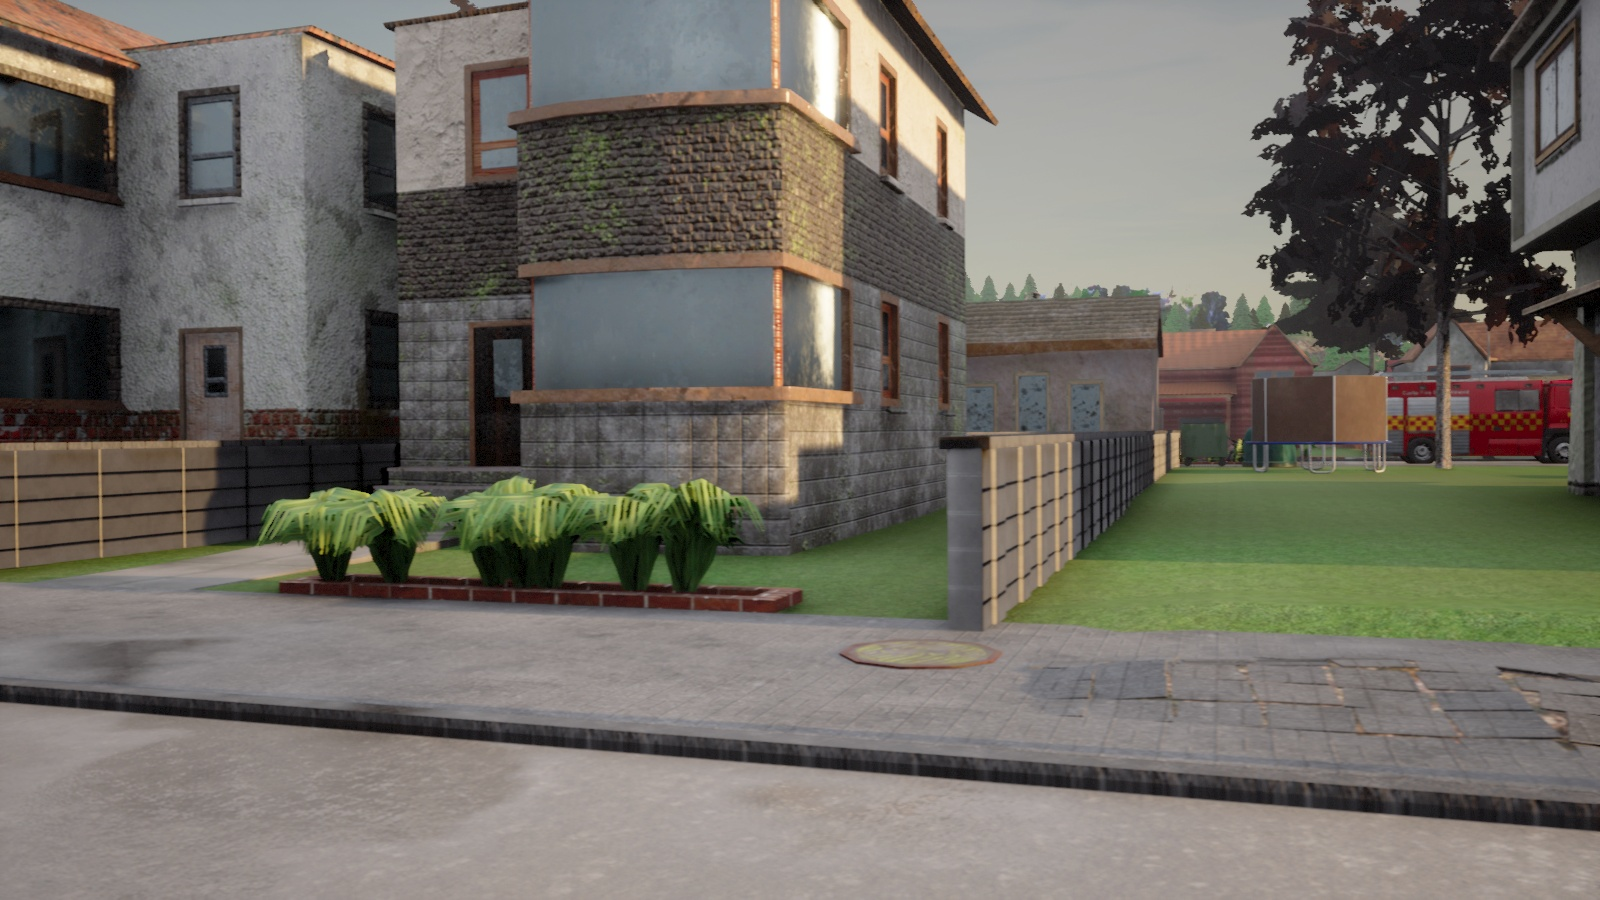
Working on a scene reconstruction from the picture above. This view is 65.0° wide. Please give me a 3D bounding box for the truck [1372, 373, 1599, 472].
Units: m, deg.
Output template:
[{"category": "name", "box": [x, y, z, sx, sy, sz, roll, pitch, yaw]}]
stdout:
[{"category": "truck", "box": [27.929, -1.096, 50.781, 8.468, 3.827, 2.891, 0, 1, 19]}]
